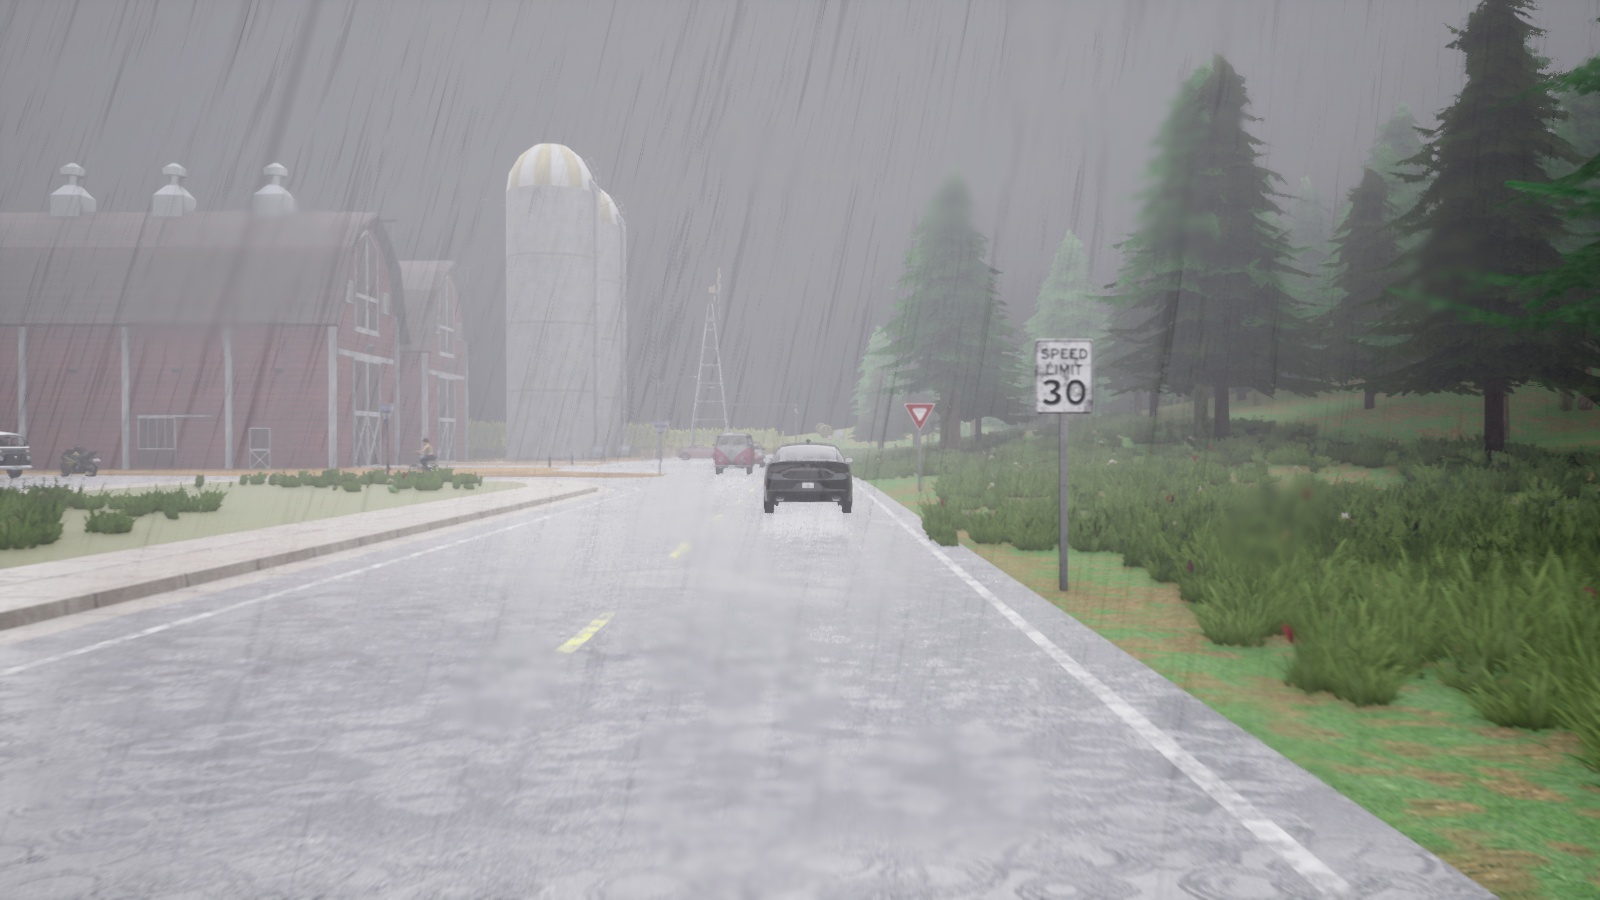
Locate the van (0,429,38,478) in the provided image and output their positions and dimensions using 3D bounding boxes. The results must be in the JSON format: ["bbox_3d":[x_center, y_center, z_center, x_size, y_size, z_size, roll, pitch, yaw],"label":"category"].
[{"bbox_3d":[-34.892,0.132,53.286,4.480,2.038,2.069,0,0,21],"label":"van"}]

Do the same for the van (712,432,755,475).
[{"bbox_3d":[-3.135,0.158,60.012,1.775,1.987,4.442,0,0,0],"label":"van"}]

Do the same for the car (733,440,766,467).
[{"bbox_3d":[-3.039,0.210,76.654,1.851,1.617,3.988,0,0,0],"label":"car"}]

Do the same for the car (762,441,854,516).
[{"bbox_3d":[0.180,0.565,28.279,1.882,1.535,5.008,0,0,0],"label":"car"}]

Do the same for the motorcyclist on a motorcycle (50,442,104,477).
[{"bbox_3d":[-32.235,0.429,56.019,2.191,1.530,0.866,0,0,19],"label":"motorcyclist on a motorcycle"}]
